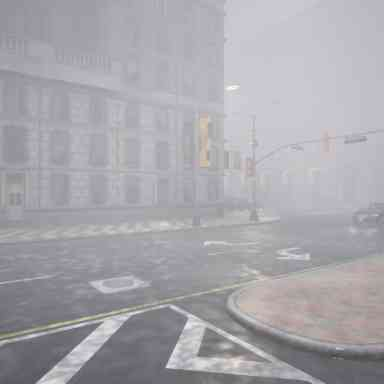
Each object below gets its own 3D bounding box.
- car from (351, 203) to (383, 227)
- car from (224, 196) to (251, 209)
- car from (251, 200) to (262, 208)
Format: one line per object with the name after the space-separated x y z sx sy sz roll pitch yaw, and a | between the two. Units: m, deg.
12.936 1.491 22.931 4.902 1.511 2.128 0 0 -35 | car
5.030 1.352 43.812 2.097 1.767 4.553 0 0 -35 | car
7.284 1.547 46.668 2.033 1.411 5.357 0 0 -36 | car
